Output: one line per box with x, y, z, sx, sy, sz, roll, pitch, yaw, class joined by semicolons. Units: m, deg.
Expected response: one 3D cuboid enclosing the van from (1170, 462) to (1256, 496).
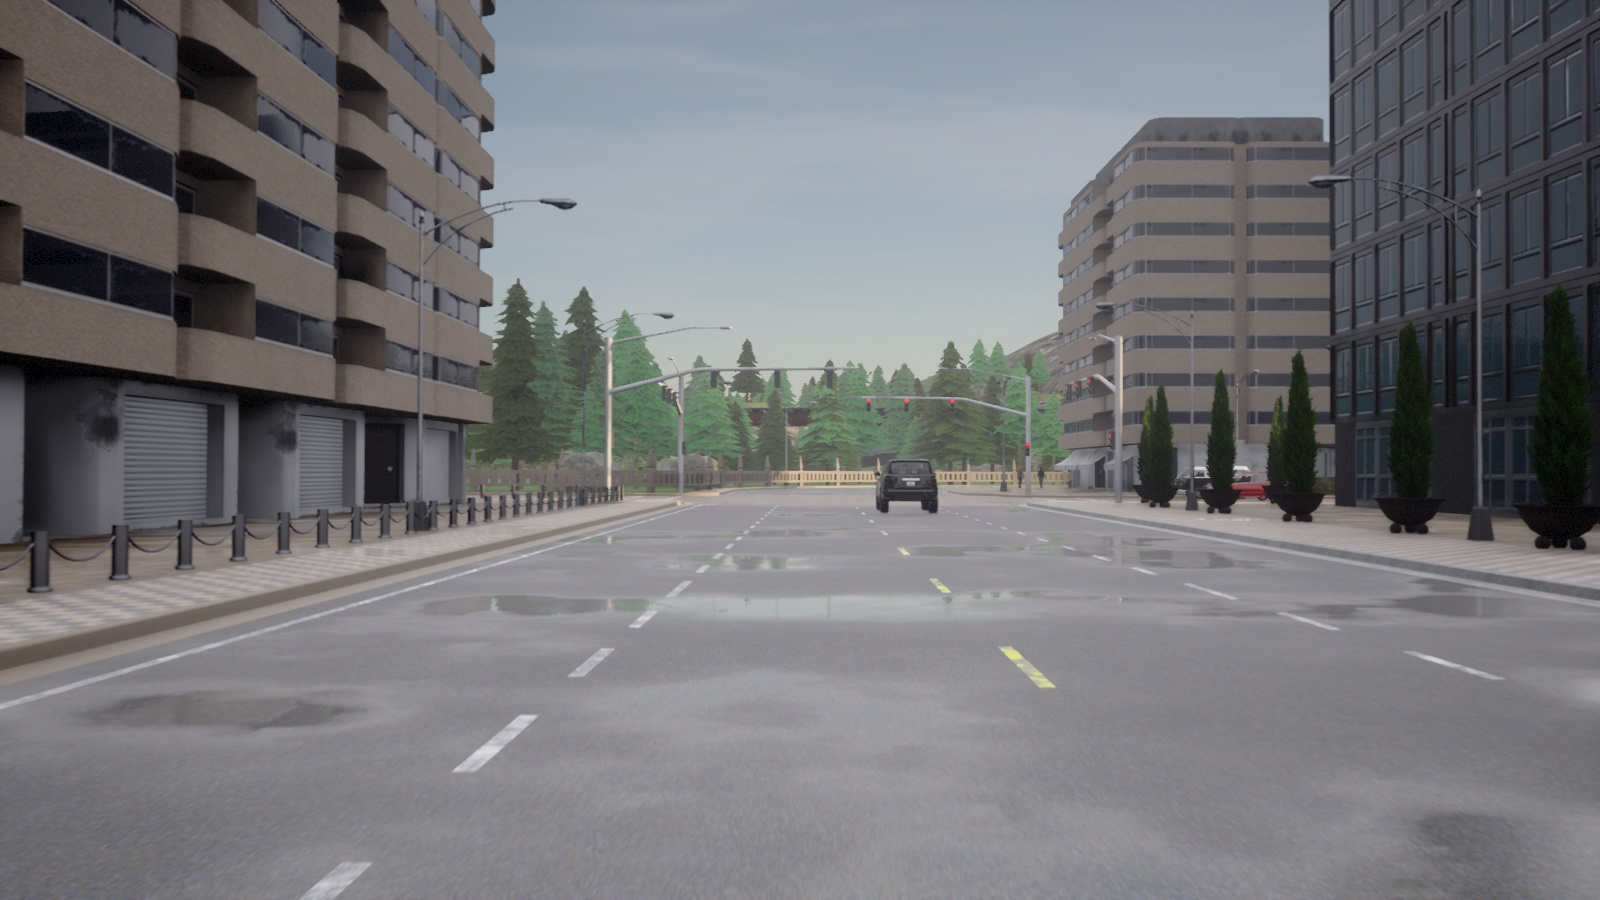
25.020;1.770;76.176;4.480;2.038;2.069;0;-1;1;van

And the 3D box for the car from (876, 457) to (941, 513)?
4.155;1.338;49.055;2.150;2.045;5.566;0;-1;1;car

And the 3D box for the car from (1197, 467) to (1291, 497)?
25.640;1.830;72.667;4.611;1.667;2.242;0;-1;1;car
